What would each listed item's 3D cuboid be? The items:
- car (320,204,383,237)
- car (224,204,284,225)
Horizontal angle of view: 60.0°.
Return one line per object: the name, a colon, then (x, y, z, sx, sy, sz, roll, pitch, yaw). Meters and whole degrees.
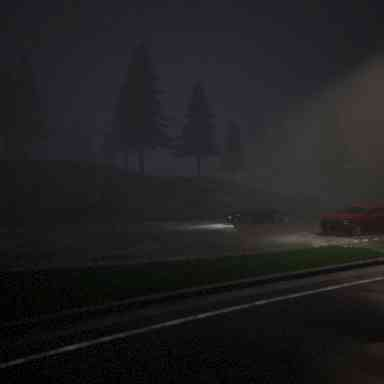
car: (9.130, 1.439, 17.908, 5.008, 1.535, 1.882, 0, 0, -26)
car: (4.355, 1.524, 23.367, 4.181, 1.385, 1.994, 0, 0, -26)
